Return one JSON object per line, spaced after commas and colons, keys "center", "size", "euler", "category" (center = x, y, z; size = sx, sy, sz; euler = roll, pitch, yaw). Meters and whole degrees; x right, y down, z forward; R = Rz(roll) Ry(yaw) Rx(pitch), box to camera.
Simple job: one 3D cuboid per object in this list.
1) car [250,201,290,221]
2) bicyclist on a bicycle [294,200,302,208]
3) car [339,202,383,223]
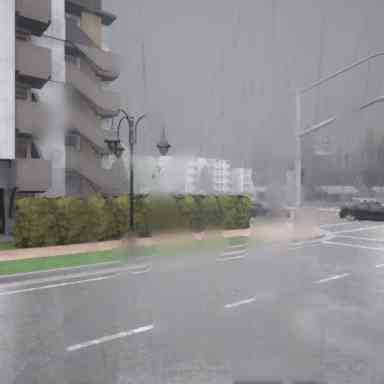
{"center": [5.702, 1.505, 27.226], "size": [1.837, 1.490, 4.892], "euler": [0, 0, -38], "category": "car"}
{"center": [13.295, 1.300, 41.601], "size": [1.656, 1.620, 0.582], "euler": [0, 0, -39], "category": "bicyclist on a bicycle"}
{"center": [13.229, 1.477, 23.863], "size": [1.882, 1.535, 5.008], "euler": [0, 0, -44], "category": "car"}
